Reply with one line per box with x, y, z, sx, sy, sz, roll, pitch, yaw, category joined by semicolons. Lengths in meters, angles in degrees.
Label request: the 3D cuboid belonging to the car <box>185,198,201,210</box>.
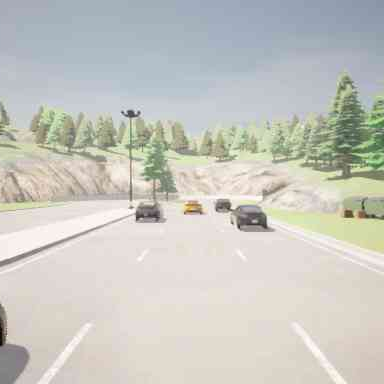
0.139;1.547;44.513;2.033;1.411;5.357;0;0;1;car

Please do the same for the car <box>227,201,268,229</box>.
3.601;1.526;21.335;1.812;1.442;4.674;0;0;0;car

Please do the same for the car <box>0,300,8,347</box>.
-3.404;1.503;2.555;1.837;1.490;4.892;0;-1;0;car

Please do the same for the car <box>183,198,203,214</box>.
0.097;1.478;34.685;1.882;1.535;5.008;0;0;0;car

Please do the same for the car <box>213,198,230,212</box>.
3.603;1.504;39.164;1.837;1.490;4.892;0;0;0;car

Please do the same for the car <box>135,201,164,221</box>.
-3.399;1.490;26.979;2.128;1.511;4.902;0;0;0;car
